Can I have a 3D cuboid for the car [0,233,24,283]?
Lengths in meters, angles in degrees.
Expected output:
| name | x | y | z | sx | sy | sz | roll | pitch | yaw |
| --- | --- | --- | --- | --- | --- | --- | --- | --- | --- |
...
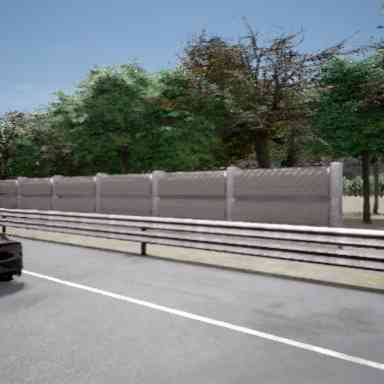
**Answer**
| name | x | y | z | sx | sy | sz | roll | pitch | yaw |
| --- | --- | --- | --- | --- | --- | --- | --- | --- | --- |
| car | -6.280 | 1.482 | 8.475 | 5.008 | 1.535 | 1.882 | 0 | 0 | 36 |
